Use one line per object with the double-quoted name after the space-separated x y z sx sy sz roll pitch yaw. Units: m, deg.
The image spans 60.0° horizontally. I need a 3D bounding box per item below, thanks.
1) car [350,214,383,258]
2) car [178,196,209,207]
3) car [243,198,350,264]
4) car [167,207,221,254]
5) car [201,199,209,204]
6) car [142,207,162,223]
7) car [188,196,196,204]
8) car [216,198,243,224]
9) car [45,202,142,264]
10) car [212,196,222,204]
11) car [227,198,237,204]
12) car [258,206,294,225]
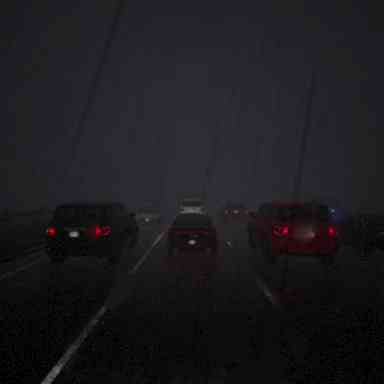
7.024 1.644 13.486 2.128 1.511 4.902 0 0 1 "car"
0.010 1.532 27.557 2.150 2.045 5.566 0 0 0 "car"
3.512 1.366 12.562 2.150 2.045 5.566 0 0 0 "car"
0.032 1.637 14.230 1.882 1.535 5.008 0 0 1 "car"
3.505 2.531 88.503 1.895 1.301 4.718 0 -1 0 "car"
-3.552 1.916 28.228 1.895 1.301 4.718 0 -1 -2 "car"
0.005 2.197 90.173 2.150 2.045 5.566 0 -1 0 "car"
3.519 1.667 28.408 2.097 1.767 4.553 0 -1 0 "car"
-3.488 1.366 12.553 2.150 2.045 5.566 0 0 0 "car"
7.005 2.197 90.173 2.150 2.045 5.566 0 -1 0 "car"
10.505 2.461 88.473 2.128 1.511 4.902 0 -1 0 "car"
7.017 1.915 28.229 1.895 1.301 4.718 0 -1 0 "car"
